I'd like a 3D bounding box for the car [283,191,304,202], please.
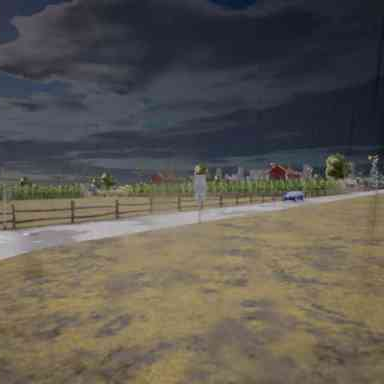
[{"bbox_3d":[15.063,0.620,49.194,1.882,1.535,5.008,0,1,36],"label":"car"}]
